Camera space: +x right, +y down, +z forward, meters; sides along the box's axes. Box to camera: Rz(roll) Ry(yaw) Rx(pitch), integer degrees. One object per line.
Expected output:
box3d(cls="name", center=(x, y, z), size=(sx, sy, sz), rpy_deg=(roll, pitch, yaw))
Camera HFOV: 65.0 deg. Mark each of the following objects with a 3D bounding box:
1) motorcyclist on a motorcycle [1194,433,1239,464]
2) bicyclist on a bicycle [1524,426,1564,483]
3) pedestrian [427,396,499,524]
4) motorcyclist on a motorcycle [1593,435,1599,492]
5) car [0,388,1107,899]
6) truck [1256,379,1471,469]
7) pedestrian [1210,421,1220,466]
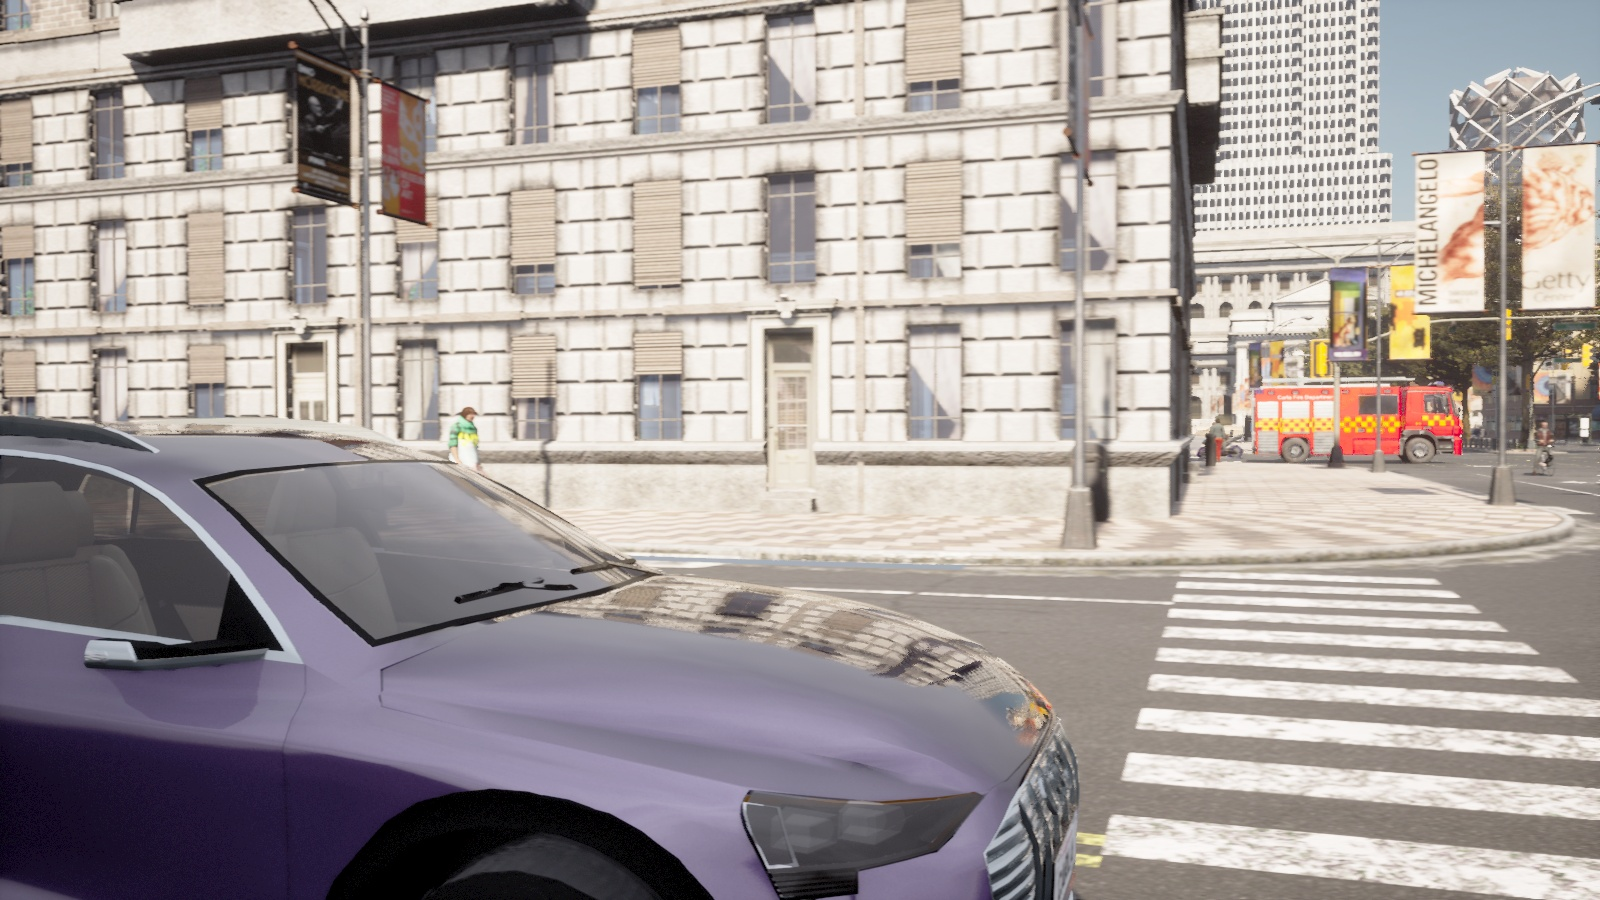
box3d(cls="motorcyclist on a motorcycle", center=(21.416, -0.092, 64.573), size=(2.191, 1.530, 0.866), rpy_deg=(1, 1, 18))
box3d(cls="bicyclist on a bicycle", center=(23.787, 0.144, 40.180), size=(0.659, 1.776, 1.843), rpy_deg=(0, 1, 16))
box3d(cls="pedestrian", center=(-5.258, 0.149, 19.599), size=(0.873, 1.952, 0.659), rpy_deg=(1, 1, 23))
box3d(cls="motorcyclist on a motorcycle", center=(21.388, 0.367, 32.658), size=(0.797, 1.523, 2.044), rpy_deg=(1, 1, 18))
box3d(cls="car", center=(-1.667, 0.690, 3.753), size=(4.856, 1.649, 2.033), rpy_deg=(1, 1, 19))
box3d(cls="truck", center=(24.919, -1.142, 56.043), size=(8.468, 3.827, 2.891), rpy_deg=(1, 1, 18))
box3d(cls="pedestrian", center=(17.125, -0.282, 51.798), size=(0.353, 1.847, 0.614), rpy_deg=(0, 1, 16))
